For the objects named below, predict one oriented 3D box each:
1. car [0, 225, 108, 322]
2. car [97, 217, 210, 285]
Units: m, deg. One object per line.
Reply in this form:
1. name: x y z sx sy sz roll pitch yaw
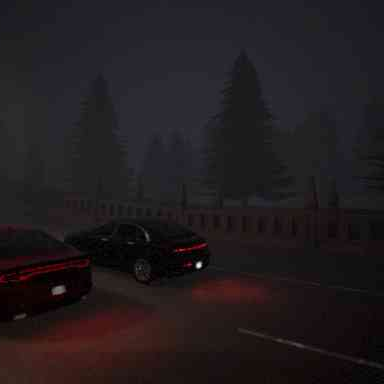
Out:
1. car: -4.223 1.445 6.976 5.008 1.535 1.882 1 1 36
2. car: -1.798 1.483 9.545 4.892 1.490 1.837 2 1 36
